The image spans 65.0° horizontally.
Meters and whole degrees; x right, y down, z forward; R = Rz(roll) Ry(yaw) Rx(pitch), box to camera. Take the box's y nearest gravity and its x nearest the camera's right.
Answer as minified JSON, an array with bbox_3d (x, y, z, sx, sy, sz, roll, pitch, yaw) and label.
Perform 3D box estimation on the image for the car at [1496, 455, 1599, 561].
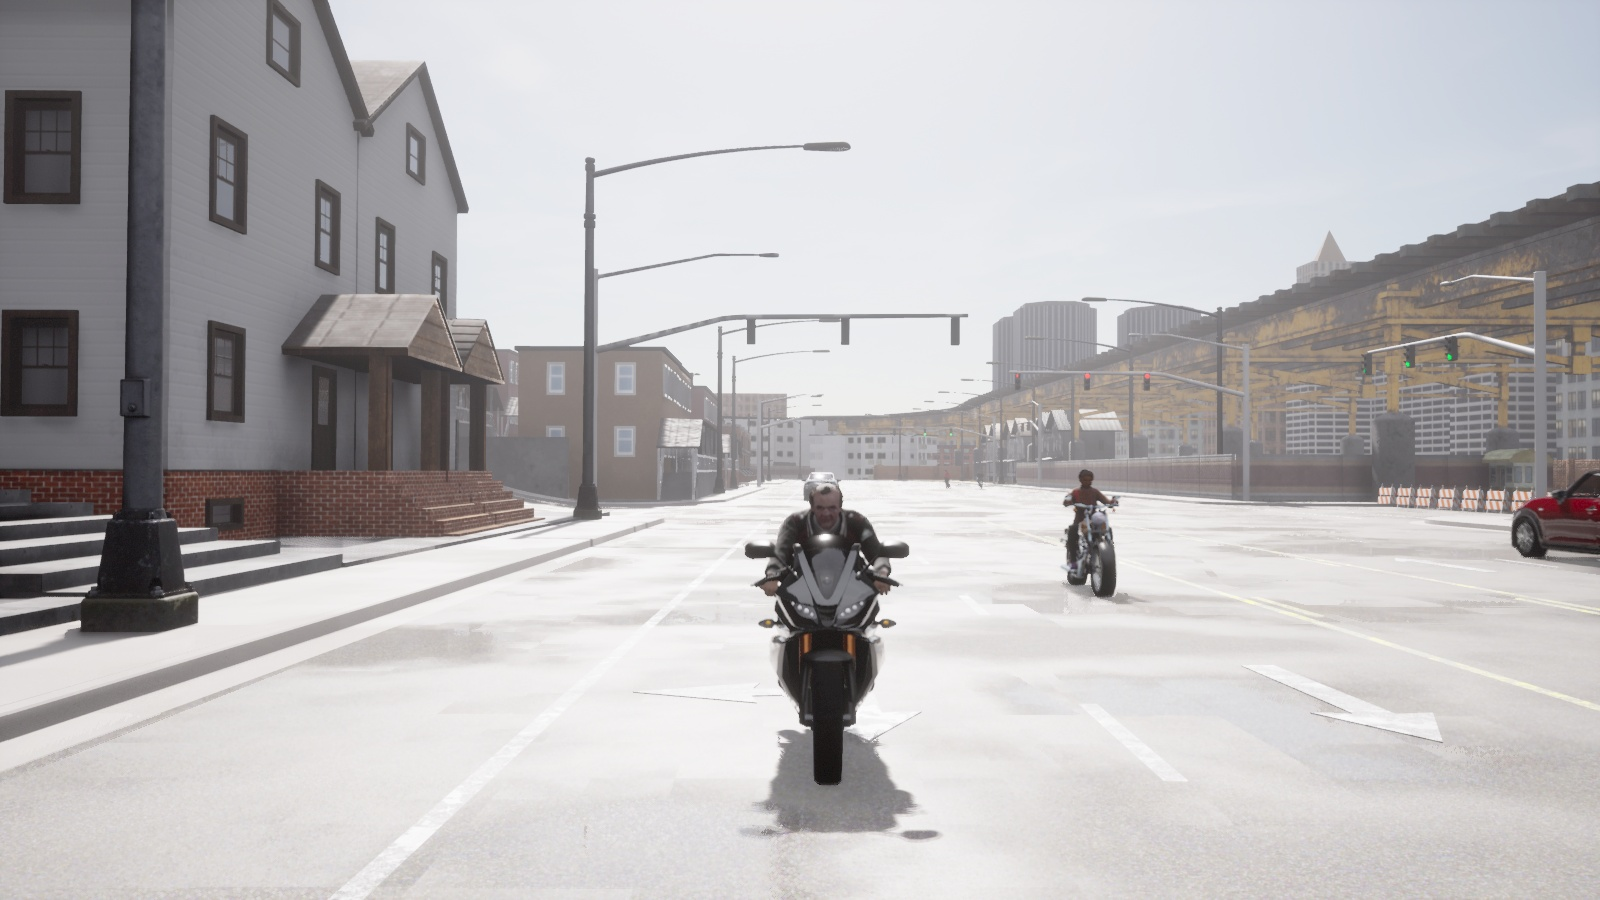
[{"bbox_3d":[14.401,0.981,21.839,2.097,1.767,4.553,0,-1,1],"label":"car"}]

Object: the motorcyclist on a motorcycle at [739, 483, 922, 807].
[{"bbox_3d":[0.164,0.967,7.147,0.866,1.530,2.191,-1,-1,1],"label":"motorcyclist on a motorcycle"}]

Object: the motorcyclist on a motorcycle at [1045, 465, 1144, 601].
[{"bbox_3d":[3.813,1.025,16.460,0.766,1.649,2.350,0,-1,1],"label":"motorcyclist on a motorcycle"}]

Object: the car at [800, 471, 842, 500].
[{"bbox_3d":[1.191,1.906,68.064,2.128,1.511,4.902,0,-1,2],"label":"car"}]
